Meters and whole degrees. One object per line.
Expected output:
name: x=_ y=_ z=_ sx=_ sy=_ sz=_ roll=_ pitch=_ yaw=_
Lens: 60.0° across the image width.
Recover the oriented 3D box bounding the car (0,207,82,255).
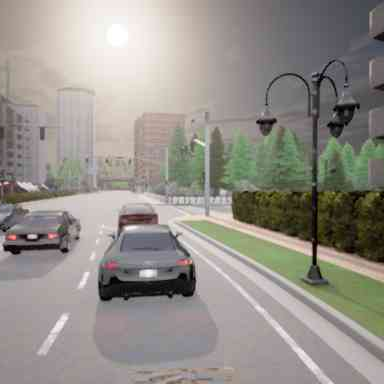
car: x=-5.442 y=1.395 z=12.720 sx=2.033 sy=1.411 sz=5.357 roll=0 pitch=1 yaw=-12

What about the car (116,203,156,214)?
car: x=-2.821 y=1.275 z=17.016 sx=1.882 sy=1.535 sz=5.008 roll=0 pitch=1 yaw=-12

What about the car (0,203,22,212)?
car: x=-10.289 y=1.332 z=17.981 sx=2.033 sy=1.411 sz=5.357 roll=0 pitch=1 yaw=-13

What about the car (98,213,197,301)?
car: x=-1.127 y=1.466 z=8.194 sx=1.994 sy=1.385 sz=4.181 roll=0 pitch=1 yaw=-9
